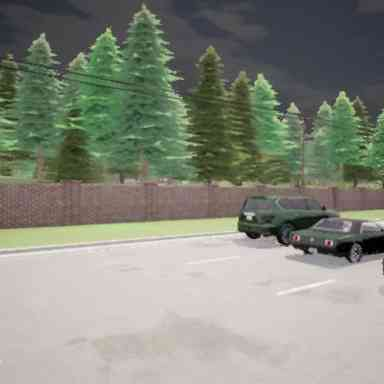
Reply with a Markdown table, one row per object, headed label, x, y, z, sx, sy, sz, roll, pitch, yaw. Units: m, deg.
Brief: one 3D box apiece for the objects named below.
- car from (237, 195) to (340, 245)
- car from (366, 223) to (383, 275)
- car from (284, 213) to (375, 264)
| label | x | y | z | sx | sy | sz | roll | pitch | yaw |
| --- | --- | --- | --- | --- | --- | --- | --- | --- | --- |
| car | 4.594 | 1.161 | 15.227 | 5.566 | 2.045 | 2.150 | 0 | 0 | -34 |
| car | 6.435 | 1.525 | 8.055 | 4.674 | 1.442 | 1.812 | 0 | 0 | -34 |
| car | 5.686 | 1.571 | 11.753 | 4.718 | 1.301 | 1.895 | 0 | 0 | -34 |
